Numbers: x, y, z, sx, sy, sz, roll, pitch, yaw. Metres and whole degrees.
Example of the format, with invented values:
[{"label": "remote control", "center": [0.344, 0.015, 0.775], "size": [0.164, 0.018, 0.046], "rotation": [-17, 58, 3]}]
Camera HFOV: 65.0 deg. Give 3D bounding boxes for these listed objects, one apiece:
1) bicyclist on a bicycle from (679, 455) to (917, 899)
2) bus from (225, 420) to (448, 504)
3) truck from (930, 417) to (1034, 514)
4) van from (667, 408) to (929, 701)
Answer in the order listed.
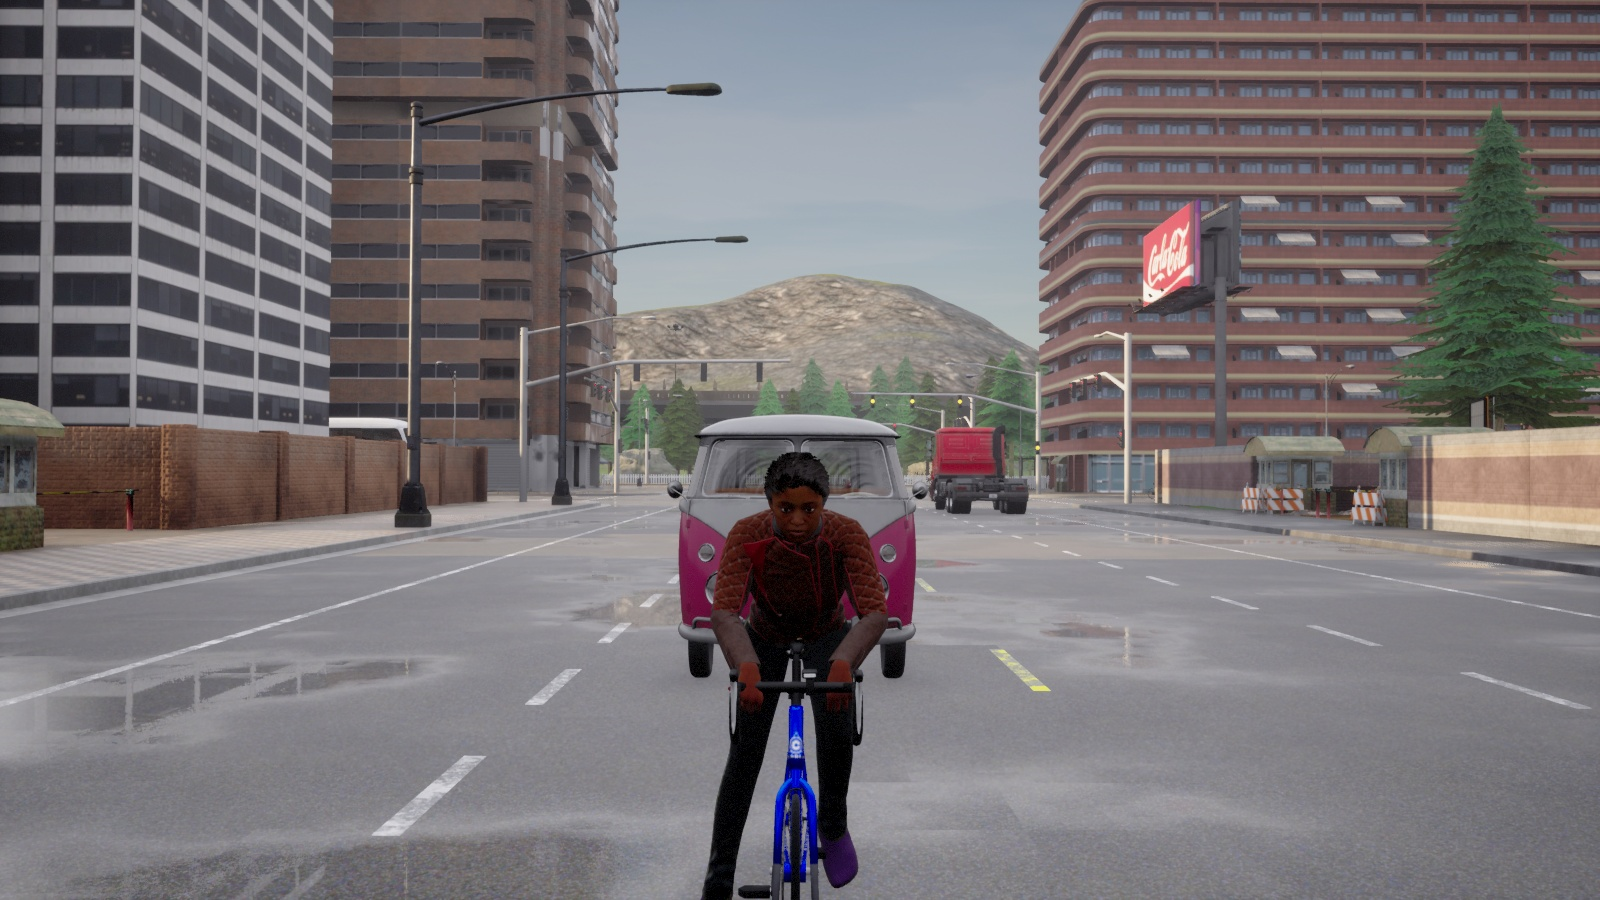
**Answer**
[{"label": "bicyclist on a bicycle", "center": [-0.005, 0.833, 3.919], "size": [0.582, 1.620, 1.656], "rotation": [0, -1, 0]}, {"label": "bus", "center": [-24.146, 0.639, 65.914], "size": [10.273, 4.253, 3.944], "rotation": [0, -1, 0]}, {"label": "truck", "center": [6.929, 0.627, 49.009], "size": [2.891, 3.462, 7.936], "rotation": [0, -1, 0]}, {"label": "van", "center": [-0.015, 0.748, 10.772], "size": [1.775, 1.987, 4.442], "rotation": [0, -1, 0]}]
